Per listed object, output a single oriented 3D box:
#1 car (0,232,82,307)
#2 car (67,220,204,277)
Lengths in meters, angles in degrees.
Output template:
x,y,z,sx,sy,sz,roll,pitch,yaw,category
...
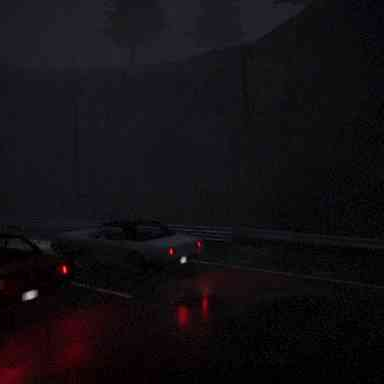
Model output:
x,y,z,sx,sy,sz,roll,pitch,yaw,category
-4.759,1.567,7.169,4.718,1.301,1.895,0,1,33,car
-2.097,1.507,9.938,4.718,1.301,1.895,0,1,32,car
